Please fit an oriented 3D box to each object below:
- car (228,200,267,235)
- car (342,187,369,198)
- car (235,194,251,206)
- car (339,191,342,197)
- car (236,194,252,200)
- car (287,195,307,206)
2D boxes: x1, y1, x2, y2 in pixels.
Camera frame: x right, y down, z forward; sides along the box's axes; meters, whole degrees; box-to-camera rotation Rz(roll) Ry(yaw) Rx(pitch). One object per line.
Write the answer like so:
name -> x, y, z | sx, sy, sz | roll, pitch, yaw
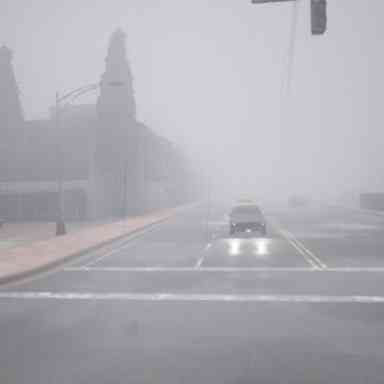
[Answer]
car -> 3.006, 1.406, 18.191 | 2.033, 1.411, 5.357 | -1, 0, 8
car -> 30.789, 0.114, 61.824 | 3.866, 1.878, 1.905 | -1, 0, 7
car -> 7.505, 1.120, 49.175 | 2.128, 1.511, 4.902 | -1, 0, 8
car -> 31.177, 0.090, 64.692 | 4.605, 1.855, 1.932 | -1, 0, 7
car -> 4.736, 1.245, 30.351 | 1.882, 1.535, 5.008 | -1, 1, 8
car -> 13.817, 1.040, 43.748 | 1.994, 1.385, 4.181 | -1, 0, 8
